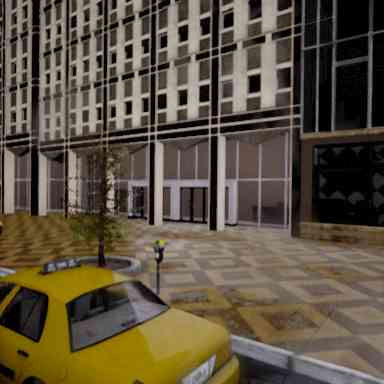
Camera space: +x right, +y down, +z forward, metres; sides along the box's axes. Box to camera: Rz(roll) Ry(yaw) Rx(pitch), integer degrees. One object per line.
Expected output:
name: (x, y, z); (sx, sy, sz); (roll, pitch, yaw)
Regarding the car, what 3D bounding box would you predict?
car: (-1.805, 1.510, 4.186); (4.829, 1.417, 1.752); (0, 1, 36)
